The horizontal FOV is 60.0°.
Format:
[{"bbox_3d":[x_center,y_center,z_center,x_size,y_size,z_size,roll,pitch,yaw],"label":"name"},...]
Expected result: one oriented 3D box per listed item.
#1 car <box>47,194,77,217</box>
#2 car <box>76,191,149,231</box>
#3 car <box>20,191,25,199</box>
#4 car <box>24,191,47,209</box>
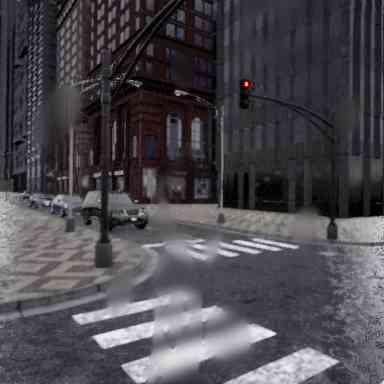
[{"bbox_3d":[-9.487,0.956,26.031,2.097,1.767,4.553,1,1,-35],"label":"car"},{"bbox_3d":[-4.555,0.983,19.178,2.150,2.045,5.566,1,1,-36],"label":"car"},{"bbox_3d":[-28.801,0.569,58.322,1.994,1.385,4.181,1,0,-36],"label":"car"},{"bbox_3d":[-15.522,0.910,34.422,2.128,1.511,4.902,1,0,-36],"label":"car"}]
